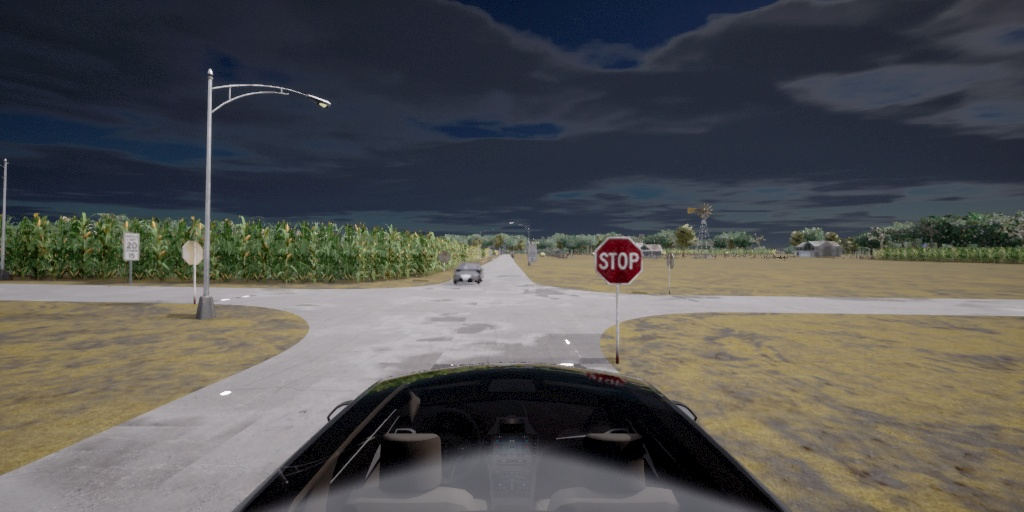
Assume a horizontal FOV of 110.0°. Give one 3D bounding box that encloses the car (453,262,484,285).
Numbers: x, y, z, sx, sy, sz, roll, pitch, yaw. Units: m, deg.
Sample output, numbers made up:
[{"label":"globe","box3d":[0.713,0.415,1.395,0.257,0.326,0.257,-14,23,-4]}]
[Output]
[{"label":"car","box3d":[-3.049,1.227,25.804,2.128,1.511,4.902,0,0,-1]}]
